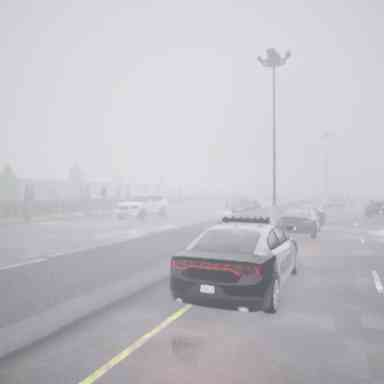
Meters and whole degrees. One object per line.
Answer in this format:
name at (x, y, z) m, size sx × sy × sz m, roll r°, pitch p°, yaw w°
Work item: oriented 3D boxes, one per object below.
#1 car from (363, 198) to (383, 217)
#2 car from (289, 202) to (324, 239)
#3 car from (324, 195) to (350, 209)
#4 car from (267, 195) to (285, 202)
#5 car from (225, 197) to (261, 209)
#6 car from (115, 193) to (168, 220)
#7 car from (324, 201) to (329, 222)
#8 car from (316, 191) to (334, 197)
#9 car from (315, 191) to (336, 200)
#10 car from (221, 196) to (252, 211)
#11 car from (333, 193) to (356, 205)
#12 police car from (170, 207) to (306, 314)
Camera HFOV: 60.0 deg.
car at (15.629, 1.290, 27.962) m, size 1.837 × 1.490 × 4.892 m, roll 0°, pitch 0°, yaw 25°
car at (5.441, 1.426, 16.857) m, size 1.812 × 1.442 × 4.674 m, roll 0°, pitch 0°, yaw 25°
car at (17.808, 1.322, 40.764) m, size 1.895 × 1.301 × 4.718 m, roll 0°, pitch 0°, yaw 29°
car at (16.114, 1.278, 63.837) m, size 1.895 × 1.301 × 4.718 m, roll 0°, pitch 0°, yaw 38°
car at (5.018, 1.347, 30.438) m, size 2.128 × 1.511 × 4.902 m, roll 0°, pitch 0°, yaw 25°
car at (-4.025, 1.153, 27.538) m, size 2.150 × 2.045 × 5.566 m, roll 0°, pitch 0°, yaw 25°
car at (7.935, 1.388, 22.314) m, size 1.812 × 1.442 × 4.674 m, roll 0°, pitch 0°, yaw 25°
car at (26.099, 0.796, 64.840) m, size 2.150 × 2.045 × 5.566 m, roll 0°, pitch 0°, yaw 41°
car at (29.305, 0.744, 73.092) m, size 5.566 × 2.045 × 2.150 m, roll -1°, pitch 0°, yaw -43°
car at (5.365, 1.314, 39.418) m, size 2.128 × 1.511 × 4.902 m, roll 0°, pitch 0°, yaw 26°
car at (23.329, 0.993, 50.208) m, size 2.097 × 1.767 × 4.553 m, roll 0°, pitch 0°, yaw 35°
police car at (1.329, 1.387, 7.861) m, size 1.930 × 1.638 × 5.238 m, roll 0°, pitch 0°, yaw 25°
